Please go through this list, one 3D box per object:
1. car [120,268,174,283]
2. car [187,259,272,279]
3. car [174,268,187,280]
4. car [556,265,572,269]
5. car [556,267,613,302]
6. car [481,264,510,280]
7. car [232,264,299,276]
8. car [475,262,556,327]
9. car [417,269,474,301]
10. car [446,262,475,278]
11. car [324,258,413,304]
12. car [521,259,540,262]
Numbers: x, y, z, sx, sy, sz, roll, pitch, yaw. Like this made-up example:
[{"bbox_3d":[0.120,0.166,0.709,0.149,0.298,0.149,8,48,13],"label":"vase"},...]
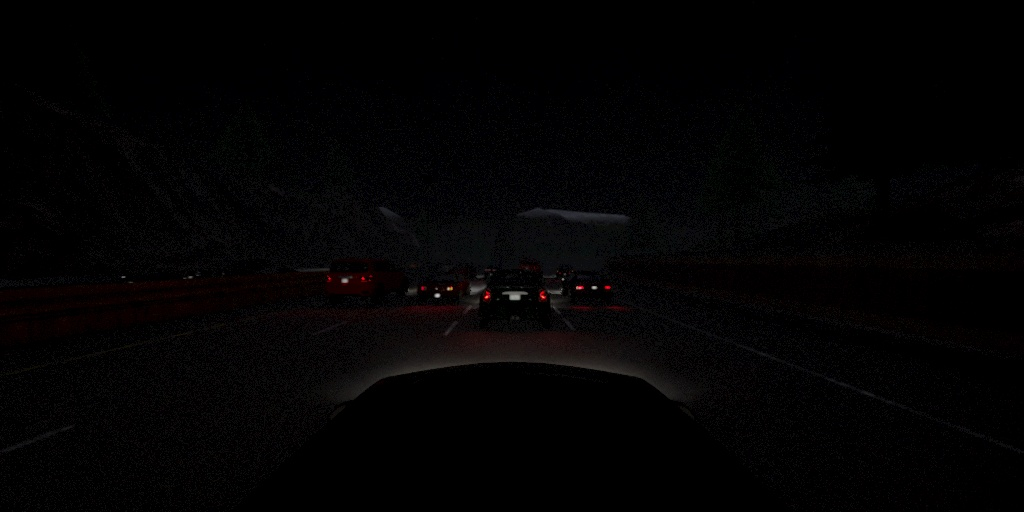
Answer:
[{"bbox_3d":[-27.494,1.622,28.258,1.895,1.301,4.718,0,-1,5],"label":"car"},{"bbox_3d":[-20.565,1.227,27.030,2.150,2.045,5.566,0,0,5],"label":"car"},{"bbox_3d":[-23.859,1.255,29.629,2.150,2.045,5.566,0,-1,5],"label":"car"},{"bbox_3d":[5.579,1.628,37.469,1.812,1.442,4.674,0,-1,9],"label":"car"},{"bbox_3d":[3.670,1.460,18.237,2.033,1.411,5.357,0,-1,1],"label":"car"},{"bbox_3d":[-1.608,1.589,36.826,2.128,1.511,4.902,0,-1,8],"label":"car"},{"bbox_3d":[-17.145,1.519,25.772,1.812,1.442,4.674,0,-1,4],"label":"car"},{"bbox_3d":[0.092,1.204,12.158,2.097,1.767,4.553,0,-1,0],"label":"car"},{"bbox_3d":[-3.316,1.517,18.374,1.895,1.301,4.718,0,-1,1],"label":"car"},{"bbox_3d":[-5.026,1.584,37.606,1.882,1.535,5.008,0,-1,9],"label":"car"},{"bbox_3d":[-6.833,1.130,17.441,2.150,2.045,5.566,0,0,1],"label":"car"},{"bbox_3d":[1.995,1.324,37.418,2.150,2.045,5.566,0,-1,9],"label":"car"}]
